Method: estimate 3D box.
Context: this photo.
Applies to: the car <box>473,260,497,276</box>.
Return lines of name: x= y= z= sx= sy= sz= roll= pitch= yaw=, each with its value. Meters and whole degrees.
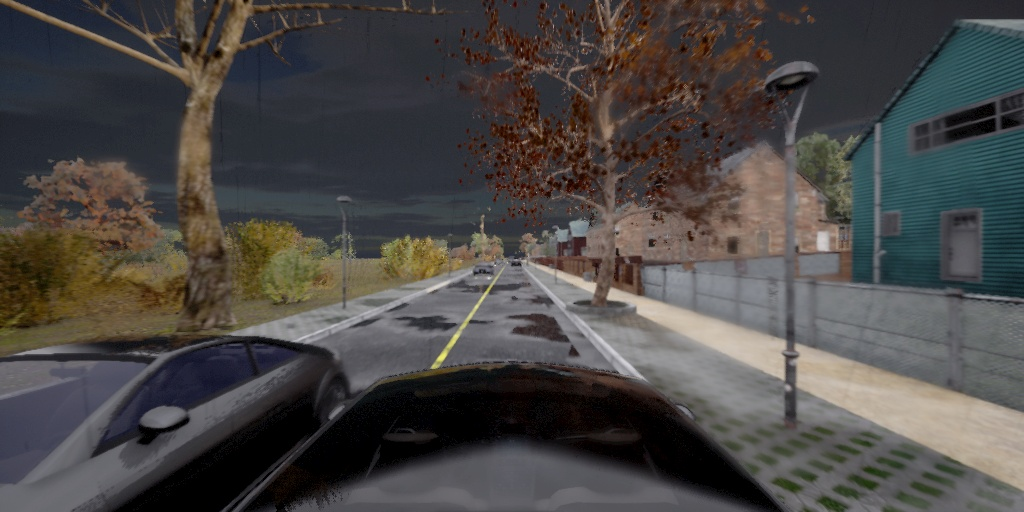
car: x=-2.856 y=1.310 z=36.773 sx=1.994 sy=1.385 sz=4.181 roll=0 pitch=0 yaw=0

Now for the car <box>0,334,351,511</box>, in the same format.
car: x=-2.838 y=1.313 z=2.432 sx=1.994 sy=1.385 sz=4.181 roll=0 pitch=0 yaw=0

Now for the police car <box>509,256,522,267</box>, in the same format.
police car: x=0.798 y=1.188 z=65.556 sx=1.930 sy=1.638 sz=5.238 roll=0 pitch=0 yaw=0
